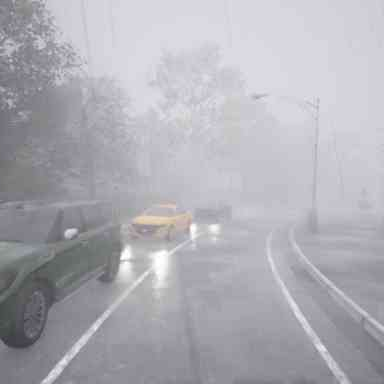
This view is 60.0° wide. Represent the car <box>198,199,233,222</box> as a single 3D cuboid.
[{"bbox_3d":[1.794,1.367,26.170,1.882,1.535,5.008,3,1,22],"label":"car"}]

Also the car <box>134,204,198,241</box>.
[{"bbox_3d":[-1.372,1.373,16.614,1.882,1.535,5.008,2,1,15],"label":"car"}]

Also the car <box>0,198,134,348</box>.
[{"bbox_3d":[-3.094,1.166,6.670,2.150,2.045,5.566,1,0,7],"label":"car"}]
